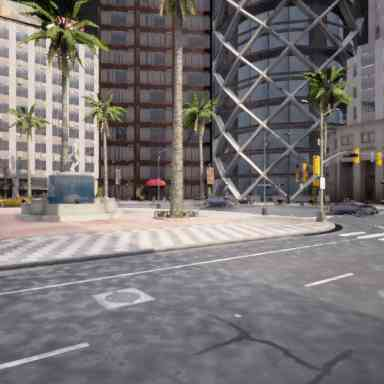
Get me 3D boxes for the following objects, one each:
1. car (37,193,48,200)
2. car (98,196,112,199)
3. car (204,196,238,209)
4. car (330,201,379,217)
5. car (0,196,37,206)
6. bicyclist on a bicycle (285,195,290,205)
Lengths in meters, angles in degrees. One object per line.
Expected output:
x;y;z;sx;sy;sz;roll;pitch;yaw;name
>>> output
-25.907;1.221;58.669;5.566;2.045;2.150;0;0;-10;car
-16.111;1.526;59.274;4.674;1.442;1.812;0;0;2;car
3.973;1.351;45.115;4.553;1.767;2.097;0;0;36;car
15.386;1.564;31.719;1.994;1.385;4.181;0;0;-36;car
-28.771;1.478;54.451;5.008;1.535;1.882;0;0;-14;car
15.713;1.300;54.572;0.582;1.620;1.656;0;0;42;bicyclist on a bicycle
